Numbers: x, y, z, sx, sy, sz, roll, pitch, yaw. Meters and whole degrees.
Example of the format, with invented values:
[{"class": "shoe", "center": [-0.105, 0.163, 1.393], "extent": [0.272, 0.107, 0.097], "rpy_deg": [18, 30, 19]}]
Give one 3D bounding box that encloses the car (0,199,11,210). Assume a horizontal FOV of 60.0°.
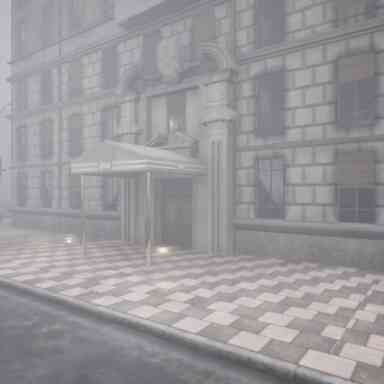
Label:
[{"class": "car", "center": [-24.157, 1.526, 40.180], "extent": [1.812, 1.442, 4.674], "rpy_deg": [0, 0, 36]}]
